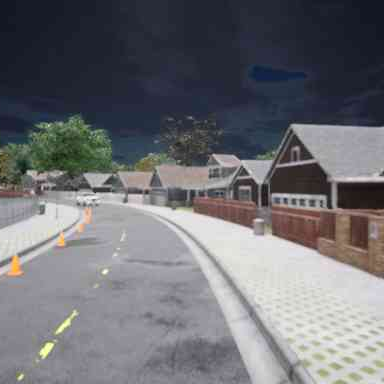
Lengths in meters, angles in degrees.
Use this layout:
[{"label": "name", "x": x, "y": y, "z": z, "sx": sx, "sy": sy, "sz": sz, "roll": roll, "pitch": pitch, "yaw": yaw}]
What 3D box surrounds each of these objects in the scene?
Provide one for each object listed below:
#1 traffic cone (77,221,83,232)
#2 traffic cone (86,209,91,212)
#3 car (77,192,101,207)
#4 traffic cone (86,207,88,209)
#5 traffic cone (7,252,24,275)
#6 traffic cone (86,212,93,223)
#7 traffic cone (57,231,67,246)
[{"label": "traffic cone", "x": -6.350, "y": 1.944, "z": 18.930, "sx": 0.340, "sy": 0.580, "sz": 0.340, "roll": 0, "pitch": 0, "yaw": -11}, {"label": "traffic cone", "x": -8.677, "y": 1.891, "z": 28.413, "sx": 0.340, "sy": 0.580, "sz": 0.340, "roll": 0, "pitch": 0, "yaw": -16}, {"label": "car", "x": -15.048, "y": 1.048, "z": 48.219, "sx": 2.150, "sy": 2.045, "sz": 5.566, "roll": 0, "pitch": 0, "yaw": -34}, {"label": "traffic cone", "x": -10.171, "y": 1.866, "z": 33.063, "sx": 0.340, "sy": 0.580, "sz": 0.340, "roll": 0, "pitch": 0, "yaw": -19}, {"label": "traffic cone", "x": -4.917, "y": 1.973, "z": 9.272, "sx": 0.340, "sy": 0.580, "sz": 0.340, "roll": 0, "pitch": 0, "yaw": -6}, {"label": "traffic cone", "x": -7.403, "y": 1.919, "z": 23.698, "sx": 0.340, "sy": 0.580, "sz": 0.340, "roll": 0, "pitch": 0, "yaw": -14}, {"label": "traffic cone", "x": -5.521, "y": 1.962, "z": 14.118, "sx": 0.340, "sy": 0.580, "sz": 0.340, "roll": 0, "pitch": 0, "yaw": -8}]
